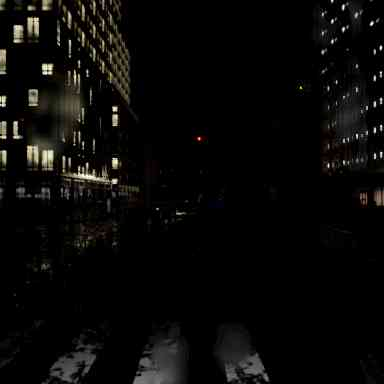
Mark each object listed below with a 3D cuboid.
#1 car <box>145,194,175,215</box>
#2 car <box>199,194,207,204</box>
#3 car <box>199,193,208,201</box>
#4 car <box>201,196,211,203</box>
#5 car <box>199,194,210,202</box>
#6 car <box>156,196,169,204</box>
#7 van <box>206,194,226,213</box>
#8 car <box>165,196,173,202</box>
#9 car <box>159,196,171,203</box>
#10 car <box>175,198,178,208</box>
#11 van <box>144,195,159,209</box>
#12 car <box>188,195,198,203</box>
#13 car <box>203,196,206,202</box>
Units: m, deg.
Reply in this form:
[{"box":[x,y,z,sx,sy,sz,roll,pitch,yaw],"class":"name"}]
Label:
[{"box":[-3.182,1.222,33.613,2.150,2.045,5.566,0,0,0],"class":"car"},{"box":[2.764,1.313,63.612,2.192,1.841,5.009,0,0,0],"class":"car"},{"box":[2.879,1.310,85.769,2.192,1.841,5.009,0,0,0],"class":"car"},{"box":[2.792,1.542,69.151,1.887,1.381,4.507,0,0,0],"class":"car"},{"box":[2.821,1.312,74.691,2.192,1.841,5.009,0,0,0],"class":"car"},{"box":[-5.617,1.564,63.655,1.947,1.339,4.313,0,0,0],"class":"car"},{"box":[2.735,1.341,35.919,1.690,1.788,3.998,0,0,0],"class":"van"},{"box":[-5.531,1.578,80.273,1.802,1.307,4.206,0,0,0],"class":"car"},{"box":[-5.589,1.548,69.193,2.008,1.369,4.403,0,0,0],"class":"car"},{"box":[-3.131,1.525,43.391,1.812,1.442,4.674,0,0,0],"class":"car"},{"box":[-5.702,1.341,47.037,1.690,1.788,3.998,0,0,0],"class":"van"},{"box":[0.131,1.352,71.593,2.097,1.767,4.553,0,0,0],"class":"car"},{"box":[2.672,1.544,41.458,1.887,1.381,4.507,0,0,0],"class":"car"}]
